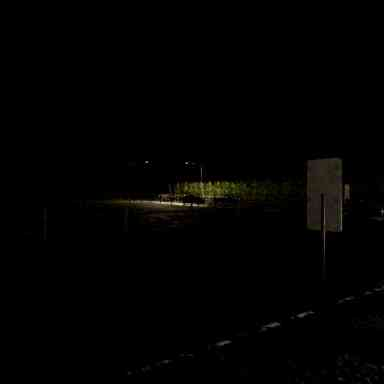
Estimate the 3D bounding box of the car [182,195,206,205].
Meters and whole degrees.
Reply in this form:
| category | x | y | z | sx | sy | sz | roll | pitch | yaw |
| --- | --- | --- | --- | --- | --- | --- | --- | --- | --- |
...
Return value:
| category | x | y | z | sx | sy | sz | roll | pitch | yaw |
| --- | --- | --- | --- | --- | --- | --- | --- | --- | --- |
| car | 0.258 | 1.205 | 52.777 | 1.837 | 1.490 | 4.892 | 0 | 0 | -32 |

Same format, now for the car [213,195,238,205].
| category | x | y | z | sx | sy | sz | roll | pitch | yaw |
| --- | --- | --- | --- | --- | --- | --- | --- | --- | --- |
| car | 5.165 | 1.226 | 51.922 | 2.128 | 1.511 | 4.902 | 0 | 0 | -33 |

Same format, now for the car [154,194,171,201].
| category | x | y | z | sx | sy | sz | roll | pitch | yaw |
| --- | --- | --- | --- | --- | --- | --- | --- | --- | --- |
| car | -6.093 | 1.119 | 69.911 | 2.033 | 1.411 | 5.357 | 0 | 0 | -31 |

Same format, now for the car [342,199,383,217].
| category | x | y | z | sx | sy | sz | roll | pitch | yaw |
| --- | --- | --- | --- | --- | --- | --- | --- | --- | --- |
| car | 14.794 | 1.401 | 30.122 | 1.837 | 1.490 | 4.892 | 0 | 0 | -31 |
